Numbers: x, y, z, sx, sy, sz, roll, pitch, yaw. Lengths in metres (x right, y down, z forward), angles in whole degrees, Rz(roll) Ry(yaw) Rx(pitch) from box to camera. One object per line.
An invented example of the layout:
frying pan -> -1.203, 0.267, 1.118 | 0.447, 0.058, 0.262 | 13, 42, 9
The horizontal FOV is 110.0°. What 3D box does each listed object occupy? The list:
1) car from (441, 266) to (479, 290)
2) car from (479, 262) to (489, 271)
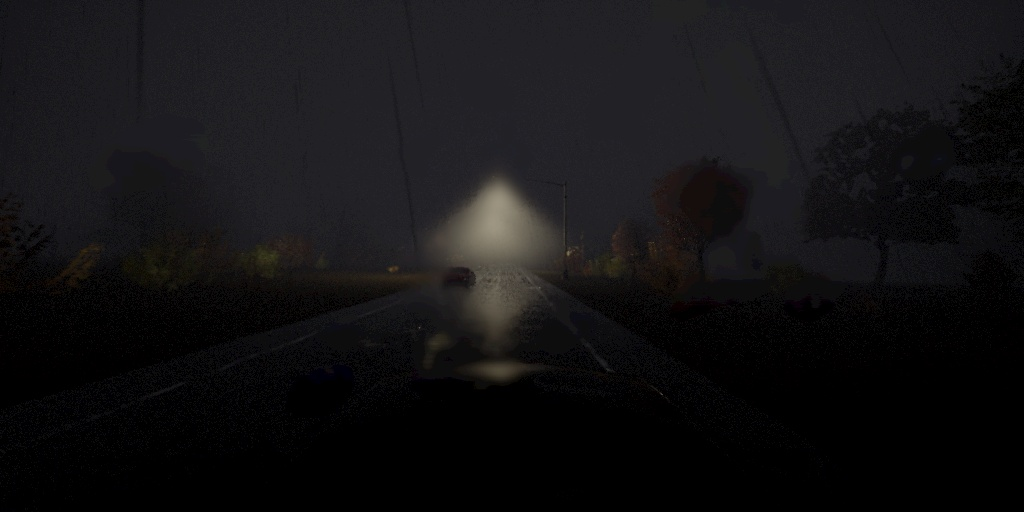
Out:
car -> -3.608, 1.462, 24.709 | 1.882, 1.535, 5.008 | 0, -1, 0
car -> -5.133, 1.918, 64.782 | 1.837, 1.490, 4.892 | 0, -1, -7
